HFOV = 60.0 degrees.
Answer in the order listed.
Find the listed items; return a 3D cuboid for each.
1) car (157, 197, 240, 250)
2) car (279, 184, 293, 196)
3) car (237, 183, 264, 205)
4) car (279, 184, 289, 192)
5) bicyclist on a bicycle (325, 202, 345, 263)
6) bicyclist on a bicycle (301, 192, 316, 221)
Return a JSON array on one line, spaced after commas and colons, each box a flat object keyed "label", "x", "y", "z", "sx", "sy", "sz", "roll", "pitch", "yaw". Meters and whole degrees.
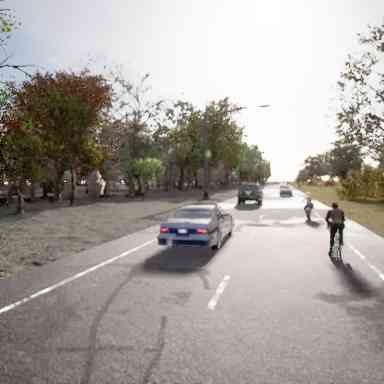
[{"label": "car", "x": 0.362, "y": 1.150, "z": 12.444, "sx": 2.033, "sy": 1.411, "sz": 5.357, "roll": 0, "pitch": 2, "yaw": 15}, {"label": "car", "x": 13.954, "y": -0.109, "z": 49.535, "sx": 2.033, "sy": 1.411, "sz": 5.357, "roll": 0, "pitch": 2, "yaw": 15}, {"label": "car", "x": 5.763, "y": 0.156, "z": 32.530, "sx": 2.150, "sy": 2.045, "sz": 5.566, "roll": 0, "pitch": 2, "yaw": 15}, {"label": "car", "x": 19.759, "y": -0.884, "z": 71.522, "sx": 1.837, "sy": 1.490, "sz": 4.892, "roll": 0, "pitch": 2, "yaw": 15}, {"label": "bicyclist on a bicycle", "x": 4.096, "y": 1.121, "z": 9.486, "sx": 0.582, "sy": 1.620, "sz": 1.656, "roll": 0, "pitch": 2, "yaw": 15}, {"label": "bicyclist on a bicycle", "x": 6.650, "y": 0.791, "z": 18.919, "sx": 0.866, "sy": 1.612, "sz": 1.509, "roll": 0, "pitch": 2, "yaw": 15}]
